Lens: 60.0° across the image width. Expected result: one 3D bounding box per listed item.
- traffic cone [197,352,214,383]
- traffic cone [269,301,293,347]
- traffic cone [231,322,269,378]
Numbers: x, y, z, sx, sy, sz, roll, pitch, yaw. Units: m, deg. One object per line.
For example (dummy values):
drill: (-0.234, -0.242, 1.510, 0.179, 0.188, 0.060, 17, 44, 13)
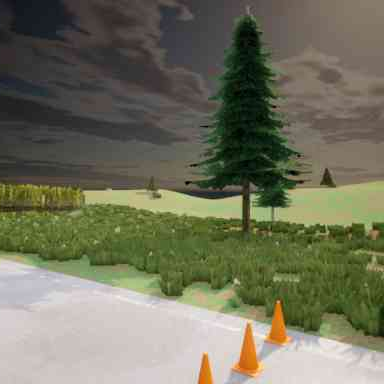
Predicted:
traffic cone: (0.140, 1.955, 3.434, 0.340, 0.580, 0.340, 0, 0, 36)
traffic cone: (1.310, 1.955, 5.057, 0.340, 0.580, 0.340, 0, 0, 36)
traffic cone: (0.725, 1.955, 4.246, 0.340, 0.580, 0.340, 0, 0, 36)
